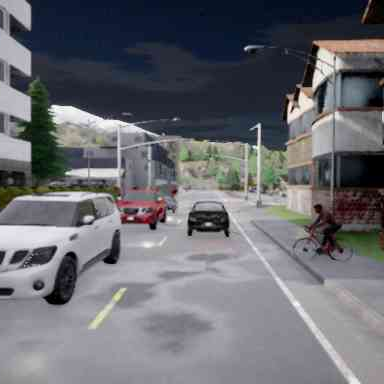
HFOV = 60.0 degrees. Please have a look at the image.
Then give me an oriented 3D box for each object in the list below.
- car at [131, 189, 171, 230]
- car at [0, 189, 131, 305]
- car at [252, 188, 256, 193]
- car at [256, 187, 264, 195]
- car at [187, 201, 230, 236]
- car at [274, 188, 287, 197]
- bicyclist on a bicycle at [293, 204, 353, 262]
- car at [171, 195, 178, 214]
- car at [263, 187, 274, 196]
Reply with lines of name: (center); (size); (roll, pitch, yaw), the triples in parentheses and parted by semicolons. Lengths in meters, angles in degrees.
car: (-2.740, 0.844, 18.535); (2.150, 2.045, 5.566); (1, 1, 4)
car: (-3.284, 1.040, 8.043); (2.150, 2.045, 5.566); (1, 1, 3)
car: (17.710, -0.308, 81.730); (4.605, 1.855, 1.932); (1, 1, 3)
car: (17.980, -0.271, 78.808); (3.866, 1.878, 1.905); (1, 1, 3)
car: (0.824, 1.167, 16.468); (1.882, 1.535, 5.008); (1, 1, 3)
car: (17.363, 0.246, 59.610); (3.806, 1.475, 1.970); (1, 1, 3)
bicyclist on a bicycle: (3.639, 1.152, 9.225); (1.656, 1.620, 0.582); (1, 1, 3)
car: (-2.224, 0.926, 27.533); (1.994, 1.385, 4.181); (1, 1, 3)
car: (17.354, 0.045, 66.033); (5.027, 1.636, 2.152); (1, 1, 3)
